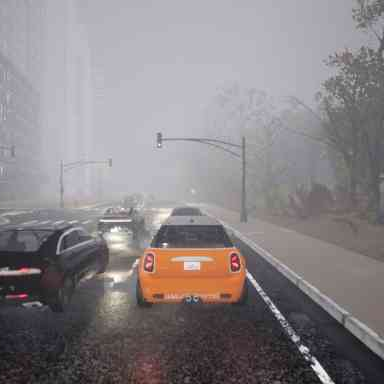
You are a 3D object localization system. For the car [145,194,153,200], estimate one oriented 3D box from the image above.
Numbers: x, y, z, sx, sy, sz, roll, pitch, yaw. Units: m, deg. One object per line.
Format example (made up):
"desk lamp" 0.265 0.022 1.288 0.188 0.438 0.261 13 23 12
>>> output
"car" -11.760 1.217 90.443 1.882 1.535 5.008 0 0 -10

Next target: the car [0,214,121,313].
"car" -3.259 1.491 7.602 2.128 1.511 4.902 0 0 -1

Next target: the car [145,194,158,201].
"car" -9.950 1.399 80.140 1.882 1.535 5.008 0 0 -9

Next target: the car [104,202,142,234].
"car" -3.525 1.487 17.195 2.128 1.511 4.902 0 0 -2

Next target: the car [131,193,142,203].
"car" -11.552 1.168 69.260 2.150 2.045 5.566 0 0 -8

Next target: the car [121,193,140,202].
"car" -9.158 1.325 48.692 2.097 1.767 4.553 0 0 -6

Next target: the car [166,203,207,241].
"car" -0.294 1.472 17.647 1.882 1.535 5.008 0 0 -1

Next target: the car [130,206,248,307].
"car" -0.020 1.350 8.123 2.097 1.767 4.553 0 0 -1

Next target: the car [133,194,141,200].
"car" -13.717 1.147 82.902 2.033 1.411 5.357 0 0 -9

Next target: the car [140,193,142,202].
"car" -10.243 1.464 58.588 1.837 1.490 4.892 0 0 -7

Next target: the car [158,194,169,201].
"car" -6.813 1.512 81.077 1.895 1.301 4.718 0 0 -10

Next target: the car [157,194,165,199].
"car" -8.562 1.260 91.022 1.812 1.442 4.674 0 0 -10
